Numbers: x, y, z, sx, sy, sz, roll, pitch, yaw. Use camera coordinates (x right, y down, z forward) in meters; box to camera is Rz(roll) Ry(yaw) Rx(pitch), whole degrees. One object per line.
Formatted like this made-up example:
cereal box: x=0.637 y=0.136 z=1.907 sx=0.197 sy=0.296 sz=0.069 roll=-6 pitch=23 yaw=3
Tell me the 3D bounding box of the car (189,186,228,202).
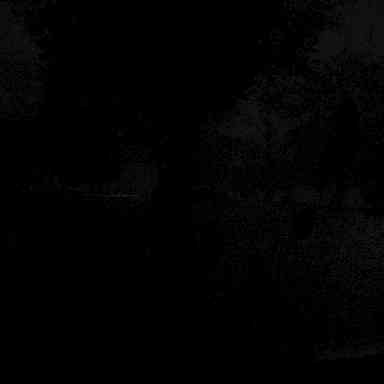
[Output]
car: x=1.044 y=0.114 z=32.231 sx=4.902 sy=1.511 sz=2.128 roll=2 pitch=2 yaw=10
